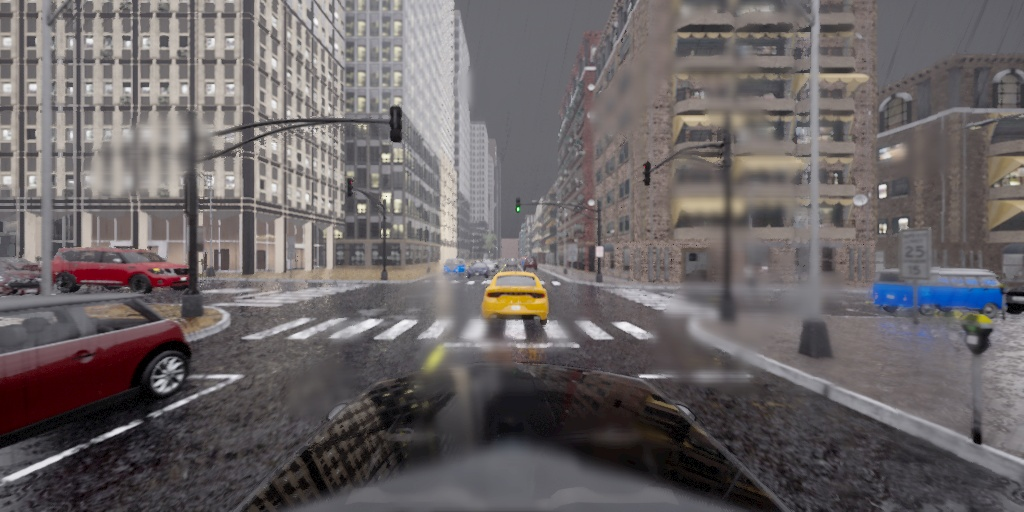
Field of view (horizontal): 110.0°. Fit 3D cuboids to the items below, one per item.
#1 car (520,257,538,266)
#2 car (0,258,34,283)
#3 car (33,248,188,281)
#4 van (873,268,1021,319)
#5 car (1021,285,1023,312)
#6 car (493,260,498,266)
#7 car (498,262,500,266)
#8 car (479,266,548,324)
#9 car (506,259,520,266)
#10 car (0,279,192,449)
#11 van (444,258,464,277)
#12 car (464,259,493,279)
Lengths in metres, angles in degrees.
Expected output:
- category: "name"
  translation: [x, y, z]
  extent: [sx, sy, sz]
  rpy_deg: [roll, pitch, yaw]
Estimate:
- category: "car"
  translation: [2.676, 1.126, 52.646]
  extent: [2.192, 1.841, 5.009]
  rpy_deg: [0, 0, 0]
- category: "car"
  translation: [-21.151, 0.830, 14.279]
  extent: [4.097, 1.591, 1.967]
  rpy_deg: [0, 0, 0]
- category: "car"
  translation: [-18.187, 0.667, 16.876]
  extent: [5.566, 2.045, 2.150]
  rpy_deg: [1, 0, 0]
- category: "van"
  translation: [16.908, 1.464, 14.237]
  extent: [3.998, 1.789, 1.690]
  rpy_deg: [0, 0, 0]
- category: "car"
  translation: [22.448, 1.796, 14.421]
  extent: [4.313, 1.339, 1.948]
  rpy_deg: [0, 0, 0]
- category: "car"
  translation: [-3.097, 1.326, 44.900]
  extent: [1.812, 1.442, 4.674]
  rpy_deg: [0, 0, 0]
- category: "car"
  translation: [-3.041, 1.371, 60.179]
  extent: [2.033, 1.411, 5.357]
  rpy_deg: [0, 0, 1]
- category: "car"
  translation: [0.113, 1.265, 12.210]
  extent: [1.882, 1.535, 5.008]
  rpy_deg: [1, 0, 0]
- category: "car"
  translation: [-0.014, 1.395, 65.487]
  extent: [1.994, 1.385, 4.181]
  rpy_deg: [0, 0, 0]
- category: "car"
  translation: [-5.692, 1.192, 3.515]
  extent: [1.967, 1.591, 4.097]
  rpy_deg: [0, 0, 0]
- category: "van"
  translation: [-5.700, 1.129, 35.989]
  extent: [1.690, 1.789, 3.998]
  rpy_deg: [0, 0, 0]
- category: "car"
  translation: [-3.086, 1.311, 33.611]
  extent: [1.812, 1.442, 4.674]
  rpy_deg: [0, 0, -1]
